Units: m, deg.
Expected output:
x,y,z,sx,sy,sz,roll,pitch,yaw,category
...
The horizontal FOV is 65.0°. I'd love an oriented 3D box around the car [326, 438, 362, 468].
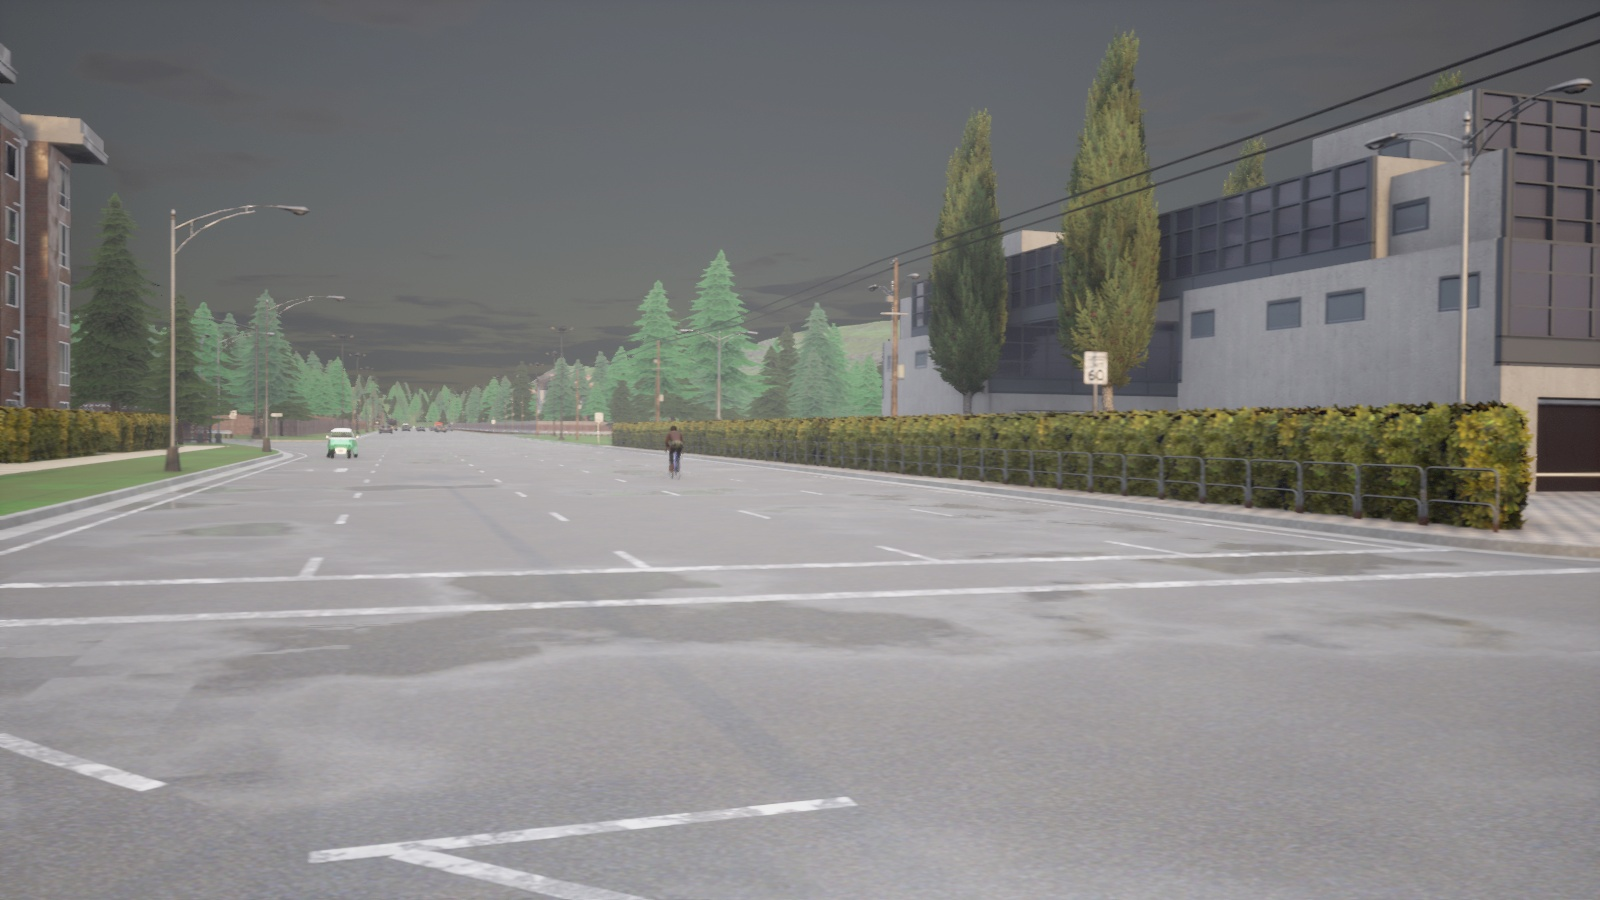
x,y,z,sx,sy,sz,roll,pitch,yaw,category
-21.310,0.124,58.691,1.481,1.376,2.207,-1,1,-18,car
